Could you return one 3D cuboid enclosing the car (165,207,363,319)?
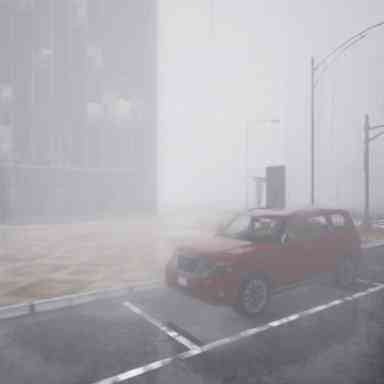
[{"bbox_3d":[1.876,1.303,7.525,5.009,1.841,2.192,0,0,-36],"label":"car"}]
